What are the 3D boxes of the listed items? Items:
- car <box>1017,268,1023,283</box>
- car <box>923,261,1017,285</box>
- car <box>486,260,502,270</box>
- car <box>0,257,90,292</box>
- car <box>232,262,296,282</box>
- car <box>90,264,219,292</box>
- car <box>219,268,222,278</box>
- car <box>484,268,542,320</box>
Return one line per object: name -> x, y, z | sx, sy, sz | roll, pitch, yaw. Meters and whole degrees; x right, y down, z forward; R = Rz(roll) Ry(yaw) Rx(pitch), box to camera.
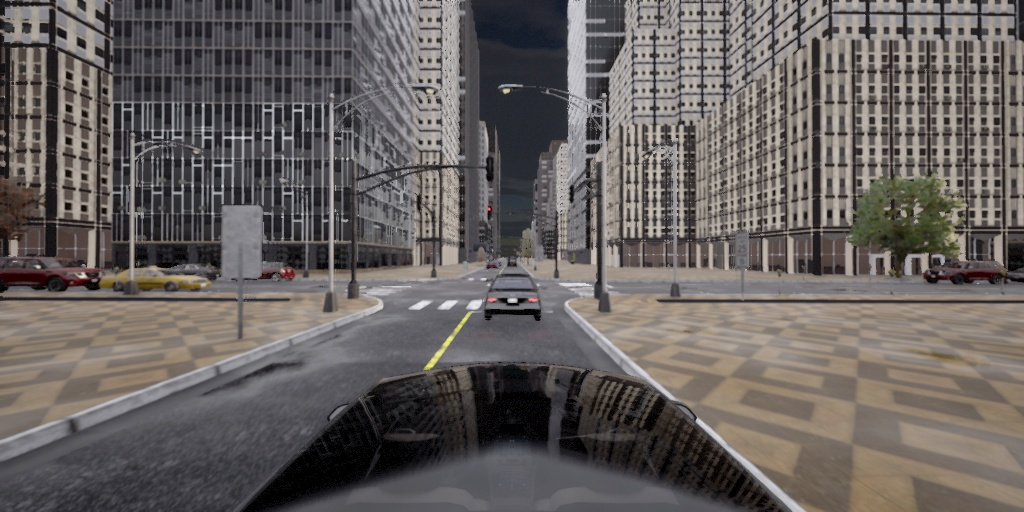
car -> 41.672, 1.588, 28.606 | 4.313, 1.339, 1.948 | 0, 0, -1
car -> 35.976, 1.318, 28.513 | 5.009, 1.841, 2.192 | 0, 0, -1
car -> -3.057, 1.497, 56.020 | 1.895, 1.301, 4.718 | 0, 0, 0
car -> -24.744, 0.969, 19.050 | 5.009, 1.841, 2.192 | 0, 0, -1
car -> -19.205, 1.184, 27.751 | 4.097, 1.591, 1.967 | 0, 0, -1
car -> -18.896, 1.213, 19.115 | 4.829, 1.417, 1.751 | 0, 0, -1
car -> -24.882, 1.261, 27.629 | 4.403, 1.370, 2.007 | 0, 0, -1
car -> 0.044, 1.328, 12.781 | 2.033, 1.411, 5.357 | 0, 0, 1
